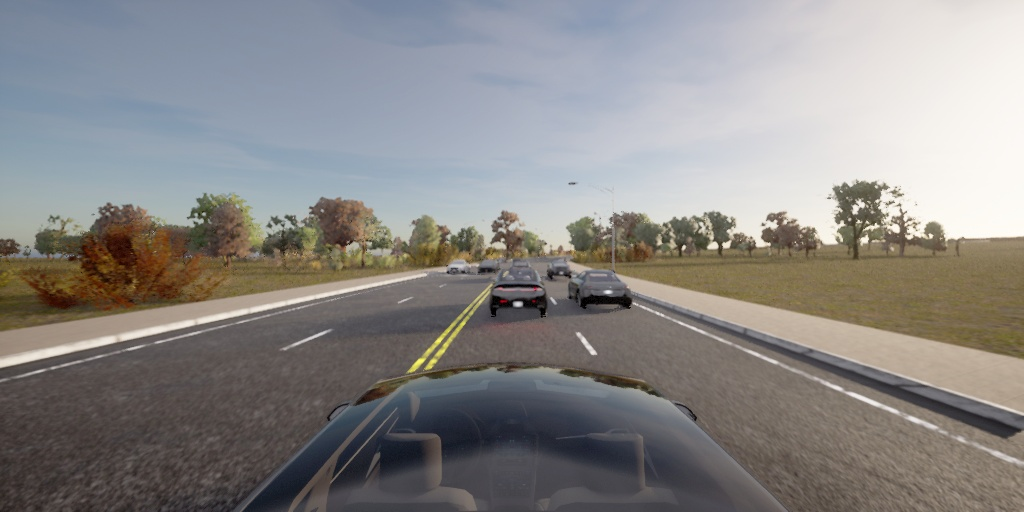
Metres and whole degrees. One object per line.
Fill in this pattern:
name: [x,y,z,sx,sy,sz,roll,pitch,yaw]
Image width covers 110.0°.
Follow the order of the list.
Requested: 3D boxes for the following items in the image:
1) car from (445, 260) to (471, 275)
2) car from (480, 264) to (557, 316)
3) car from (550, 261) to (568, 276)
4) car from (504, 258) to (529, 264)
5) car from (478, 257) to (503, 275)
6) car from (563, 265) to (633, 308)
car: [-5.580,1.141,37.720,1.812,1.442,4.674,0,0,3]
car: [0.229,1.202,13.065,2.128,1.511,4.902,0,0,1]
car: [4.022,1.171,30.706,1.812,1.442,4.674,0,0,2]
car: [0.736,1.140,29.775,2.128,1.511,4.902,0,0,2]
car: [-2.355,1.095,37.193,1.882,1.535,5.008,0,0,3]
car: [3.521,1.268,14.962,1.994,1.385,4.181,0,0,1]
